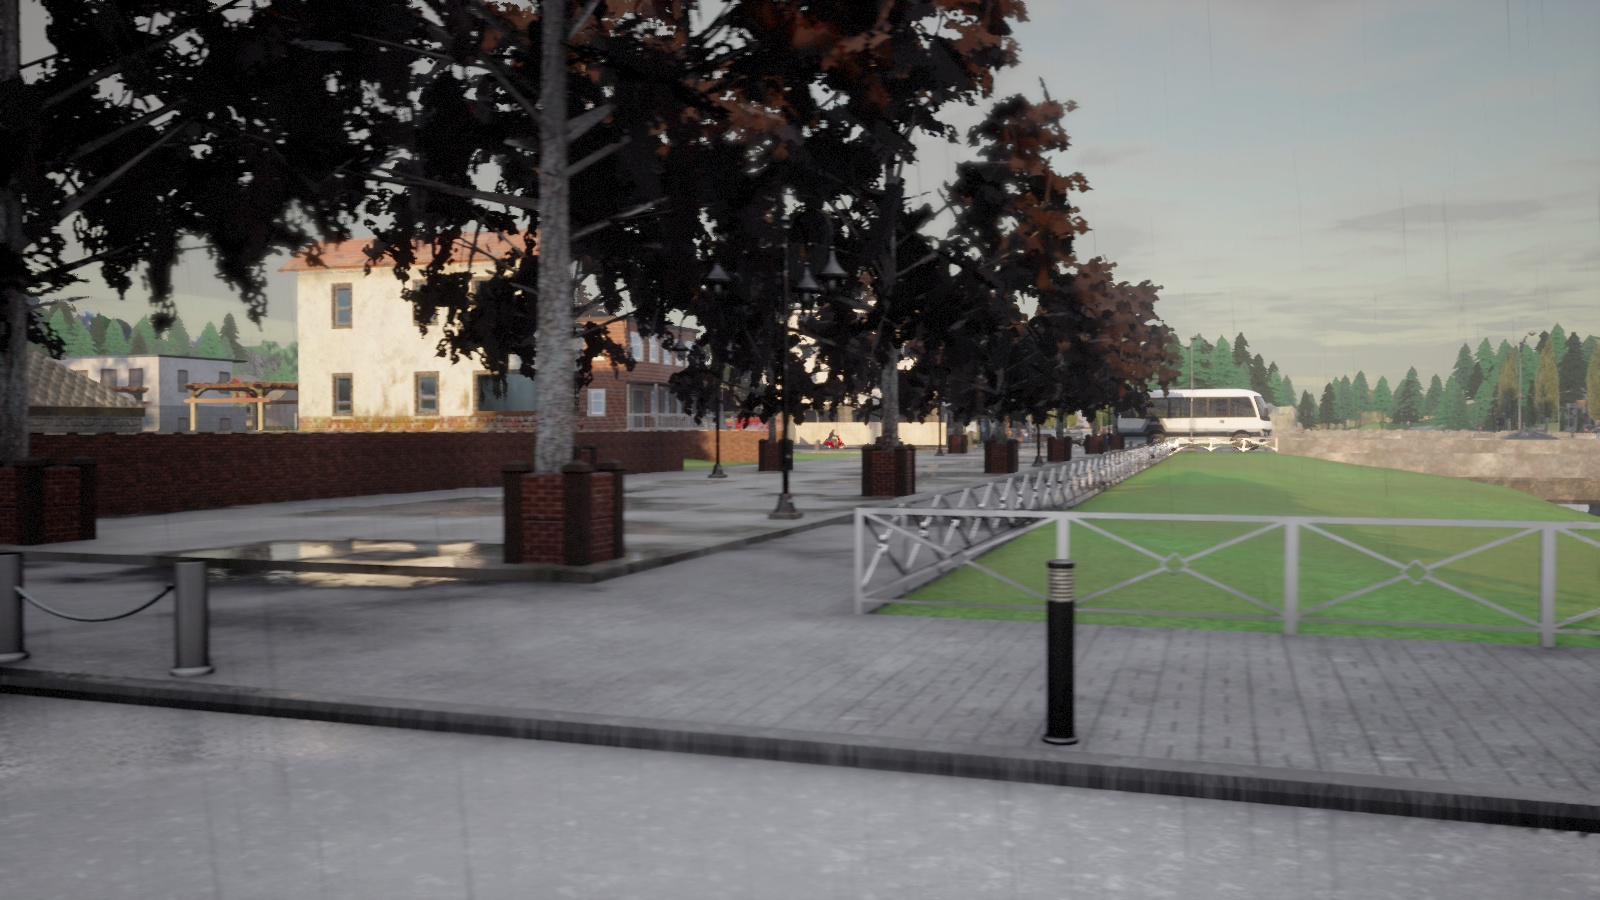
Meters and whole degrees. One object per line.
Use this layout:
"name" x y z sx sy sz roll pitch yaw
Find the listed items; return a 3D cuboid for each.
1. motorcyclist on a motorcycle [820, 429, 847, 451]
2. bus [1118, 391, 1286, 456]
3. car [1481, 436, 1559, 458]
"motorcyclist on a motorcycle" 2.525 -0.770 94.146 1.817 1.590 0.866 1 1 20
"bus" 27.536 -1.830 86.194 10.273 4.253 3.944 1 1 31
"car" 47.598 -0.228 83.095 4.181 1.385 1.994 1 1 19
